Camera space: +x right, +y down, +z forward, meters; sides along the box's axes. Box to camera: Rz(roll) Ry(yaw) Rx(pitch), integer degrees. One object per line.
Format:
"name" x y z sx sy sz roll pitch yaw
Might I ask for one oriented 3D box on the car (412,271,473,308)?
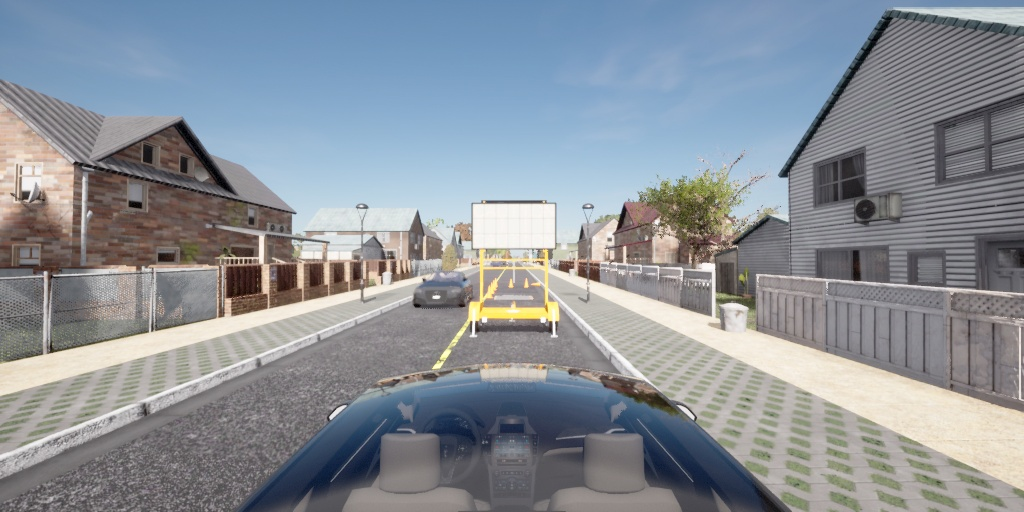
"car" -2.782 1.326 15.183 1.994 1.385 4.181 0 0 0

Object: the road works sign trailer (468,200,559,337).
"road works sign trailer" 0.057 0.220 10.260 2.380 3.560 2.880 0 0 1

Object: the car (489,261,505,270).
"car" -2.571 1.431 57.382 2.033 1.411 5.357 0 0 0
